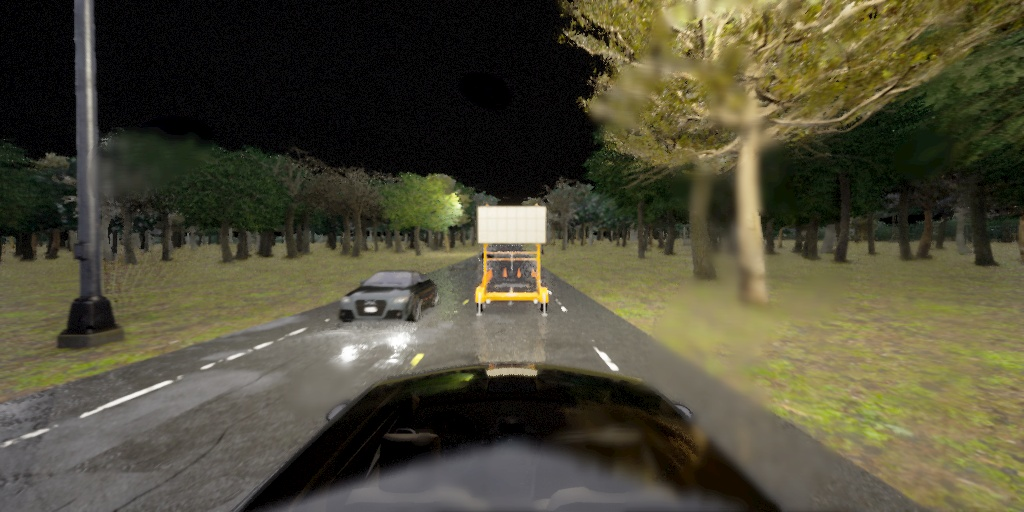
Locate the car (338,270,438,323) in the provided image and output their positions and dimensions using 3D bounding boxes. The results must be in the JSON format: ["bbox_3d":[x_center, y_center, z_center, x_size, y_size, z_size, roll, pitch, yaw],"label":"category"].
[{"bbox_3d":[-3.597,1.129,11.119,1.994,1.385,4.181,0,1,0],"label":"car"}]

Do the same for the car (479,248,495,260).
[{"bbox_3d":[-3.571,-0.406,52.475,2.097,1.767,4.553,0,2,0],"label":"car"}]

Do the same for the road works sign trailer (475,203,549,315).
[{"bbox_3d":[-0.003,0.001,12.397,2.380,3.560,2.880,0,0,0],"label":"road works sign trailer"}]
